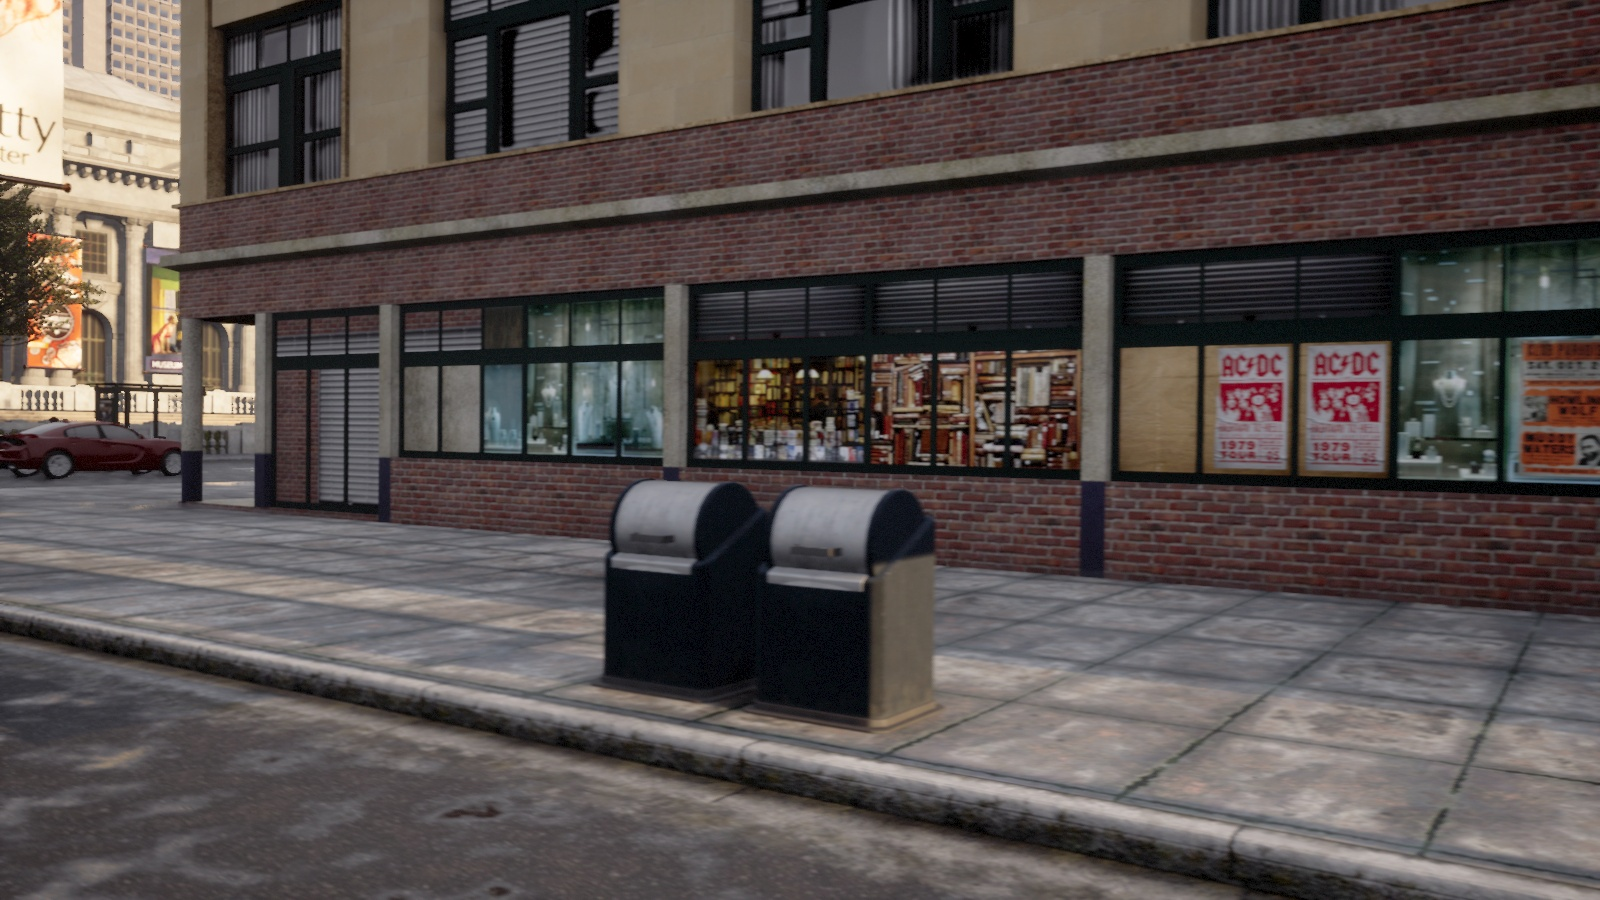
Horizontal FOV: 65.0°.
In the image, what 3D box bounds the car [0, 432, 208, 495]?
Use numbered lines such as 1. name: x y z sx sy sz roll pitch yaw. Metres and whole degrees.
1. car: -18.794 0.301 33.692 1.882 1.535 5.008 0 1 34
